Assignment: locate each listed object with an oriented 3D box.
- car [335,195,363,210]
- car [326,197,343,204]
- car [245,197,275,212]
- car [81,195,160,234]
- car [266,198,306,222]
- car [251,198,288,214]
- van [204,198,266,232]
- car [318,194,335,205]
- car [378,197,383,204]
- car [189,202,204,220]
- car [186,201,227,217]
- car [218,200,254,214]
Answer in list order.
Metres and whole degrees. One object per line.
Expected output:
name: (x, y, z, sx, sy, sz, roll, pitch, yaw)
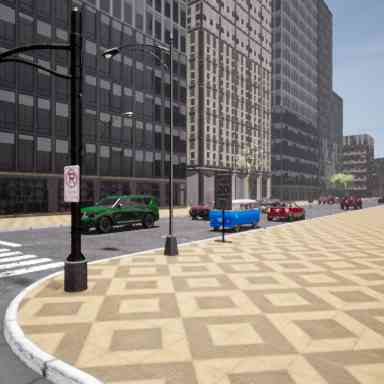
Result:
car: (21.305, 1.368, 44.439, 2.192, 1.841, 5.009, 0, 0, 38)
car: (28.696, 1.624, 66.862, 2.008, 1.369, 4.403, 0, 0, 38)
car: (8.263, 1.471, 40.463, 1.967, 1.590, 4.097, 0, 0, 38)
car: (-4.399, 1.238, 20.035, 2.150, 2.045, 5.566, 0, 0, 39)
car: (7.684, 1.472, 26.839, 1.967, 1.590, 4.097, 0, 0, 38)
car: (8.734, 1.524, 37.016, 2.128, 1.511, 4.902, 0, 0, 38)
van: (2.704, 1.368, 20.224, 1.690, 1.788, 3.998, 0, 0, 38)
car: (25.291, 1.380, 62.463, 2.192, 1.841, 5.009, 0, 0, 38)
car: (38.332, 1.658, 66.437, 1.947, 1.339, 4.313, 0, 0, 38)
car: (1.819, 1.624, 28.102, 1.895, 1.301, 4.718, 0, 0, 38)
car: (1.452, 1.603, 31.663, 1.802, 1.307, 4.206, 0, 0, 38)
car: (4.858, 1.570, 36.064, 1.887, 1.381, 4.507, 0, 0, 38)
